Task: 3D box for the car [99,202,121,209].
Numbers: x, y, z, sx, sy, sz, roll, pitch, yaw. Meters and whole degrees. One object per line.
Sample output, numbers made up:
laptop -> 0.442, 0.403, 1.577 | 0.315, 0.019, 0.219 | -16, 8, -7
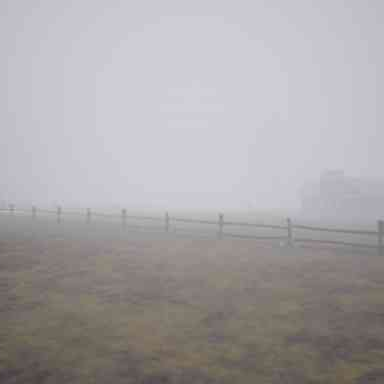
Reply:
car -> -16.478, 2.677, 67.068 | 1.812, 1.442, 4.674 | -1, -2, 35
